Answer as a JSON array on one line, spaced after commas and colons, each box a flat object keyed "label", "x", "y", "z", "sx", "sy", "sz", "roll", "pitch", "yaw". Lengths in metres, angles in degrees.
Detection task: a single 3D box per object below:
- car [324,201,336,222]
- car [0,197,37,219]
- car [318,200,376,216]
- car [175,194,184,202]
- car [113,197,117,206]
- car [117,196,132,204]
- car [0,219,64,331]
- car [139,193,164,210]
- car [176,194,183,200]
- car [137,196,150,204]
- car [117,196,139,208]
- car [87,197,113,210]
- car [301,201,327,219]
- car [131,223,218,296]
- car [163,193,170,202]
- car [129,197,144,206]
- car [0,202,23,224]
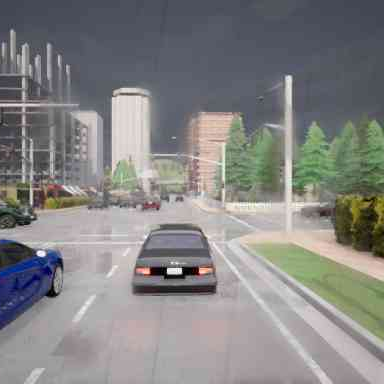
[{"label": "car", "x": 11.302, "y": 1.505, "z": 20.972, "sx": 4.892, "sy": 1.490, "sz": 1.837, "roll": 0, "pitch": 0, "yaw": -1}, {"label": "car", "x": -12.702, "y": 1.223, "z": 20.702, "sx": 5.566, "sy": 2.045, "sz": 2.150, "roll": 0, "pitch": 0, "yaw": -1}, {"label": "car", "x": 14.714, "y": 1.526, "z": 31.691, "sx": 4.674, "sy": 1.442, "sz": 1.812, "roll": 0, "pitch": 0, "yaw": -1}, {"label": "car", "x": -2.831, "y": 1.493, "z": 75.659, "sx": 1.837, "sy": 1.490, "sz": 4.892, "roll": 0, "pitch": 0, "yaw": -2}, {"label": "car", "x": -12.635, "y": 1.547, "z": 53.858, "sx": 2.033, "sy": 1.411, "sz": 5.357, "roll": 0, "pitch": 0, "yaw": -2}, {"label": "car", "x": -12.963, "y": 1.547, "z": 64.406, "sx": 2.033, "sy": 1.411, "sz": 5.357, "roll": 0, "pitch": 0, "yaw": -1}, {"label": "car", "x": -3.723, "y": 1.478, "z": 5.526, "sx": 1.882, "sy": 1.535, "sz": 5.008, "roll": 0, "pitch": 0, "yaw": -3}, {"label": "car", "x": -5.033, "y": 1.352, "z": 42.044, "sx": 2.097, "sy": 1.767, "sz": 4.553, "roll": 0, "pitch": 0, "yaw": -1}, {"label": "car", "x": -3.167, "y": 1.326, "z": 84.873, "sx": 1.837, "sy": 1.490, "sz": 4.892, "roll": 0, "pitch": 0, "yaw": -2}, {"label": "car", "x": -9.486, "y": 1.564, "z": 65.144, "sx": 1.994, "sy": 1.385, "sz": 4.181, "roll": 0, "pitch": 0, "yaw": -1}, {"label": "car", "x": -8.881, "y": 1.564, "z": 46.829, "sx": 1.994, "sy": 1.385, "sz": 4.181, "roll": 0, "pitch": 0, "yaw": -2}, {"label": "car", "x": -12.278, "y": 1.547, "z": 43.820, "sx": 2.033, "sy": 1.411, "sz": 5.357, "roll": 0, "pitch": 0, "yaw": -2}, {"label": "car", "x": 11.779, "y": 1.478, "z": 28.178, "sx": 5.008, "sy": 1.535, "sz": 1.882, "roll": 0, "pitch": 0, "yaw": -1}, {"label": "car", "x": -0.409, "y": 1.547, "z": 8.820, "sx": 2.033, "sy": 1.411, "sz": 5.357, "roll": 0, "pitch": 0, "yaw": -2}, {"label": "car", "x": -6.393, "y": 1.222, "z": 77.291, "sx": 2.150, "sy": 2.045, "sz": 5.566, "roll": 0, "pitch": 0, "yaw": -2}, {"label": "car", "x": -9.175, "y": 1.564, "z": 55.191, "sx": 1.994, "sy": 1.385, "sz": 4.181, "roll": 0, "pitch": 0, "yaw": -2}, {"label": "car", "x": -15.277, "y": 1.492, "z": 24.173, "sx": 4.902, "sy": 1.511, "sz": 2.128, "roll": 0, "pitch": 0, "yaw": -1}]
